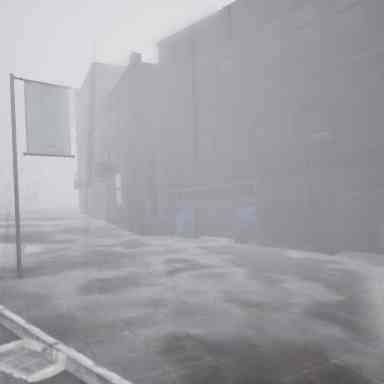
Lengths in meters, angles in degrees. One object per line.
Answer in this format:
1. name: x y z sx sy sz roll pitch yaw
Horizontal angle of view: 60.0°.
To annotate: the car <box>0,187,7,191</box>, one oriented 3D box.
1. car: -47.442 -0.652 79.382 2.231 1.521 4.892 -4 -3 5
